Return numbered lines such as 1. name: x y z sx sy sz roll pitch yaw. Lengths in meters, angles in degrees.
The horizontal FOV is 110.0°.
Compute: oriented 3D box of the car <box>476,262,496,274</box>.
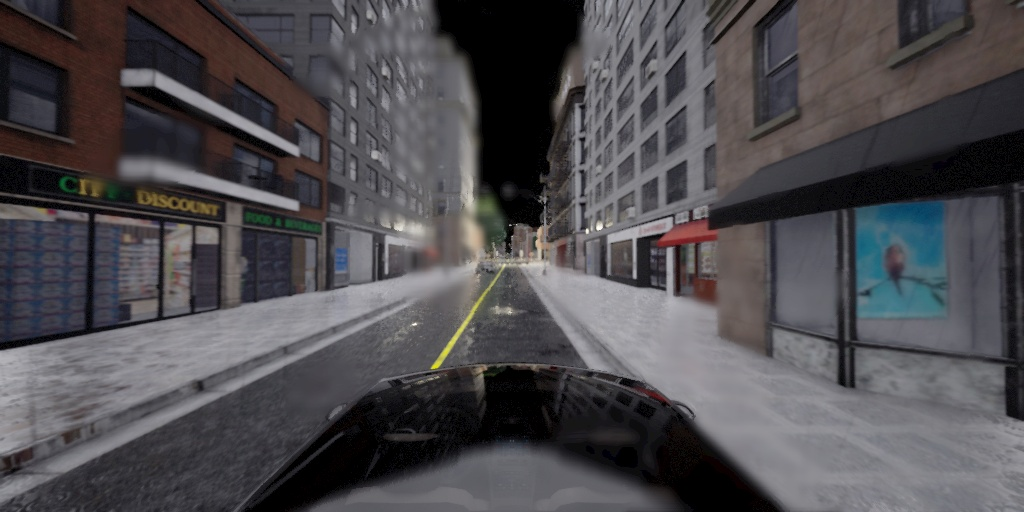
1. car: -2.781 1.298 39.426 1.994 1.385 4.181 0 0 0
